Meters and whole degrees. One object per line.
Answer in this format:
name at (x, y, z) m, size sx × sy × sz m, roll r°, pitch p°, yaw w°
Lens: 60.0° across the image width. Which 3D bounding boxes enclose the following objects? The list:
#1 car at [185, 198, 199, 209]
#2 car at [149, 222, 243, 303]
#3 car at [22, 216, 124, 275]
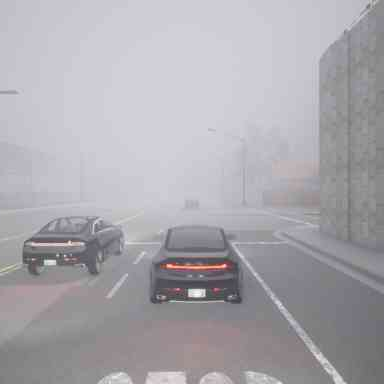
car at (-0.013, 1.491, 44.174) m, size 2.128 × 1.511 × 4.902 m, roll 0°, pitch 0°, yaw 0°
car at (0.080, 1.505, 8.181) m, size 1.837 × 1.490 × 4.892 m, roll 0°, pitch 0°, yaw 0°
car at (-3.426, 1.492, 10.450) m, size 2.128 × 1.511 × 4.902 m, roll 0°, pitch 0°, yaw 0°
